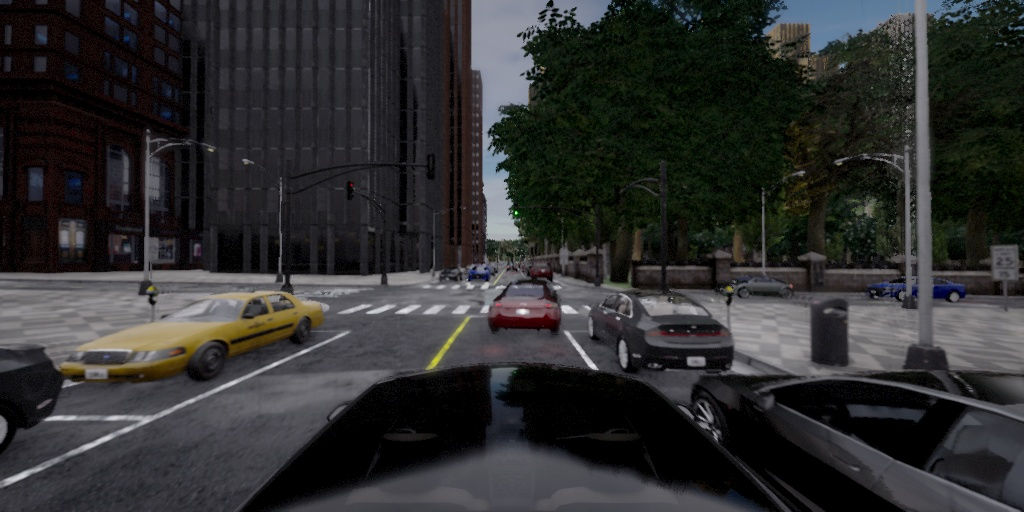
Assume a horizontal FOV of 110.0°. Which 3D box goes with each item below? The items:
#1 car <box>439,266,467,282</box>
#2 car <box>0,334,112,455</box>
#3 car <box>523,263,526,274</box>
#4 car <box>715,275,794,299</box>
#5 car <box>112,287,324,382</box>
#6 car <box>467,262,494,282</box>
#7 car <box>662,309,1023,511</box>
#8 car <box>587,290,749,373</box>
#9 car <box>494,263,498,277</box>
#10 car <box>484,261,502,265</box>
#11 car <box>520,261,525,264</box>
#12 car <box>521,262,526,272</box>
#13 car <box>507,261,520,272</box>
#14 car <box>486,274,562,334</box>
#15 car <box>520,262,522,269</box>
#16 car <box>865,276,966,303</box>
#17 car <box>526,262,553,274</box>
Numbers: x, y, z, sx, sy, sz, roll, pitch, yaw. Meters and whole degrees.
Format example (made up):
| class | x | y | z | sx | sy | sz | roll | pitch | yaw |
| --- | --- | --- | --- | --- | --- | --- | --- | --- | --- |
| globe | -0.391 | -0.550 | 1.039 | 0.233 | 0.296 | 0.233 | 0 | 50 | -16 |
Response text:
| class | x | y | z | sx | sy | sz | roll | pitch | yaw |
| --- | --- | --- | --- | --- | --- | --- | --- | --- | --- |
| car | -5.763 | 1.726 | 34.208 | 1.948 | 1.339 | 4.313 | 0 | 0 | 0 |
| car | -5.763 | 1.305 | 2.034 | 2.007 | 1.370 | 4.403 | 0 | 0 | 0 |
| car | 2.762 | 1.872 | 45.129 | 1.948 | 1.339 | 4.313 | 0 | 0 | 0 |
| car | 15.046 | 1.900 | 22.380 | 4.181 | 1.385 | 1.994 | 1 | -1 | -2 |
| car | -5.763 | 1.347 | 7.376 | 1.751 | 1.417 | 4.829 | 0 | 0 | 0 |
| car | -3.092 | 1.646 | 34.832 | 1.882 | 1.535 | 5.008 | 0 | -1 | 0 |
| car | 2.763 | 1.320 | 2.042 | 1.948 | 1.339 | 4.313 | 0 | 0 | 0 |
| car | 2.763 | 1.372 | 7.555 | 2.007 | 1.370 | 4.403 | 0 | 0 | 0 |
| car | -3.092 | 1.866 | 44.795 | 1.994 | 1.385 | 4.181 | 0 | -1 | 0 |
| car | -3.084 | 1.928 | 54.841 | 2.128 | 1.511 | 4.902 | 0 | -1 | 0 |
| car | 2.762 | 1.965 | 61.497 | 1.967 | 1.591 | 4.097 | 0 | 0 | 0 |
| car | 2.762 | 1.930 | 50.585 | 2.007 | 1.370 | 4.403 | 0 | 0 | 0 |
| car | -0.001 | 2.090 | 64.340 | 1.812 | 1.442 | 4.674 | 0 | -1 | 0 |
| car | 0.539 | 1.430 | 11.200 | 1.994 | 1.385 | 4.181 | 0 | -1 | 8 |
| car | 2.762 | 2.003 | 56.041 | 2.007 | 1.370 | 4.403 | 0 | 0 | 0 |
| car | 25.084 | 2.019 | 22.414 | 5.008 | 1.535 | 1.882 | 1 | -1 | 0 |
| car | 2.762 | 1.475 | 34.217 | 2.192 | 1.841 | 5.009 | 0 | 0 | 0 |
